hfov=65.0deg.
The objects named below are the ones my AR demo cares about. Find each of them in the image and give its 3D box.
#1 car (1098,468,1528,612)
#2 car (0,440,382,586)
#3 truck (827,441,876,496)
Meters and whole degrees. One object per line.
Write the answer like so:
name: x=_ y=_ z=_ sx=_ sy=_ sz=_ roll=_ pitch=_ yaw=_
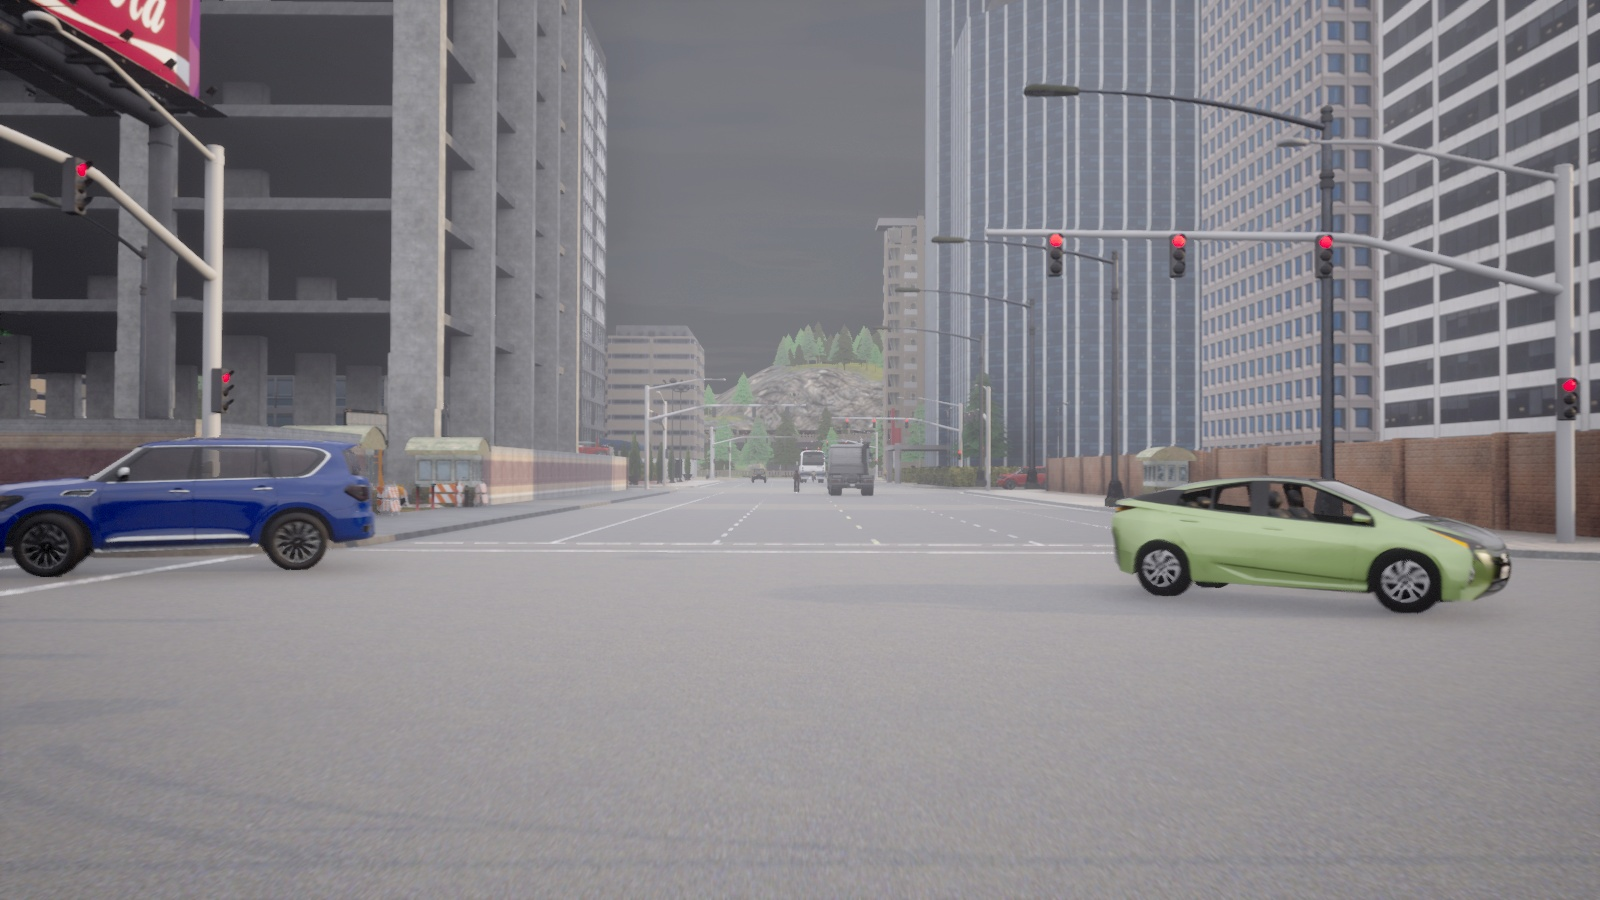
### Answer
car: x=6.236 y=0.997 z=15.535 sx=4.514 sy=1.525 sz=2.007 roll=-1 pitch=-1 yaw=39
car: x=-9.564 y=0.899 z=19.578 sx=5.566 sy=2.045 sz=2.150 roll=0 pitch=-1 yaw=-25
truck: x=3.300 y=1.206 z=82.851 sx=2.891 sy=3.462 sz=7.936 roll=0 pitch=-1 yaw=0
